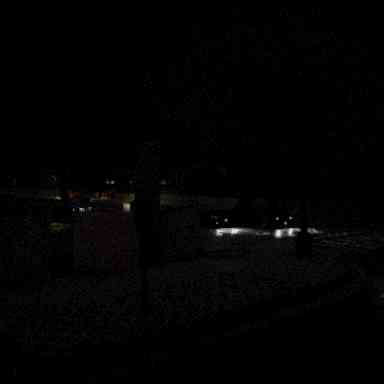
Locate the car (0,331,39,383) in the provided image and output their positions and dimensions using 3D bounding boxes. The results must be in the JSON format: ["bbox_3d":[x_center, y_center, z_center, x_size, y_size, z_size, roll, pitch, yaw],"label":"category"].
[{"bbox_3d":[-2.712,1.350,0.883,4.553,1.767,2.097,0,-1,-36],"label":"car"}]

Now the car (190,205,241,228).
[{"bbox_3d":[0.843,1.531,21.705,1.994,1.385,4.181,1,-1,-38],"label":"car"}]

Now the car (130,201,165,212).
[{"bbox_3d":[-4.498,1.439,33.829,1.882,1.535,5.008,1,1,-38],"label":"car"}]

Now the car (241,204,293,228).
[{"bbox_3d":[4.174,1.550,22.722,2.033,1.411,5.357,1,-1,-38],"label":"car"}]

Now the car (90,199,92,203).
[{"bbox_3d":[-16.453,1.231,49.295,1.837,1.490,4.892,1,0,-38],"label":"car"}]

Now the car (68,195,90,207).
[{"bbox_3d":[-15.227,1.309,42.350,2.033,1.411,5.357,1,0,-38],"label":"car"}]
